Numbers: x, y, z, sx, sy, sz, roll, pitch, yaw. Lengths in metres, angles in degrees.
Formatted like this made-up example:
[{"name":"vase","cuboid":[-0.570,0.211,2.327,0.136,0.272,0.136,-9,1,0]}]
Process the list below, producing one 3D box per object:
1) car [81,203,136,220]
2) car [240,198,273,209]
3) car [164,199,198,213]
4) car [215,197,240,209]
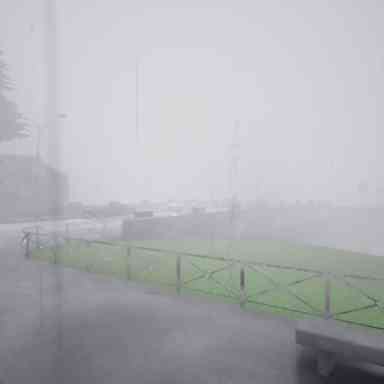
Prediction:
[{"name":"car","cuboid":[-7.123,1.601,28.598,1.895,1.301,4.718,0,0,35]},{"name":"car","cuboid":[8.843,1.547,43.767,2.033,1.411,5.357,0,0,35]},{"name":"car","cuboid":[-1.156,1.526,36.961,1.812,1.442,4.674,0,0,35]},{"name":"car","cuboid":[4.901,1.491,45.437,2.128,1.511,4.902,0,0,36]}]
